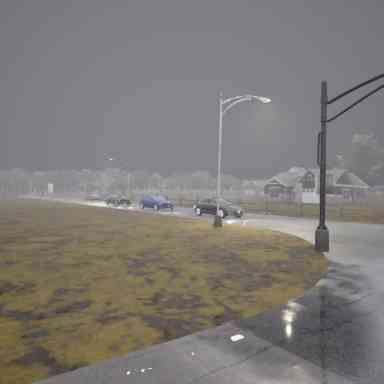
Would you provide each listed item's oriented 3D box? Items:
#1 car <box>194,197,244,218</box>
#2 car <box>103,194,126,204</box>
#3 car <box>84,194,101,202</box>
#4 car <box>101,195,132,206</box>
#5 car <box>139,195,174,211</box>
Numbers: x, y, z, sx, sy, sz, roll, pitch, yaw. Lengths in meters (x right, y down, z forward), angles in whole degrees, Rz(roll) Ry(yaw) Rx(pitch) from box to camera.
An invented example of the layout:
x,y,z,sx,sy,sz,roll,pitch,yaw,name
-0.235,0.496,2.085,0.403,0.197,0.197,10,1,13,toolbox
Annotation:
x,y,z,sx,sy,sz,roll,pitch,yaw,name
2.056,1.226,26.470,1.837,1.490,4.892,2,0,-35,car
-12.396,1.087,52.991,1.994,1.385,4.181,2,-1,-35,car
-18.194,1.007,61.142,2.033,1.411,5.357,2,-1,-35,car
-9.529,1.108,42.770,1.895,1.301,4.718,2,-1,-35,car
-3.739,1.083,34.617,1.882,1.535,5.008,2,0,-36,car
